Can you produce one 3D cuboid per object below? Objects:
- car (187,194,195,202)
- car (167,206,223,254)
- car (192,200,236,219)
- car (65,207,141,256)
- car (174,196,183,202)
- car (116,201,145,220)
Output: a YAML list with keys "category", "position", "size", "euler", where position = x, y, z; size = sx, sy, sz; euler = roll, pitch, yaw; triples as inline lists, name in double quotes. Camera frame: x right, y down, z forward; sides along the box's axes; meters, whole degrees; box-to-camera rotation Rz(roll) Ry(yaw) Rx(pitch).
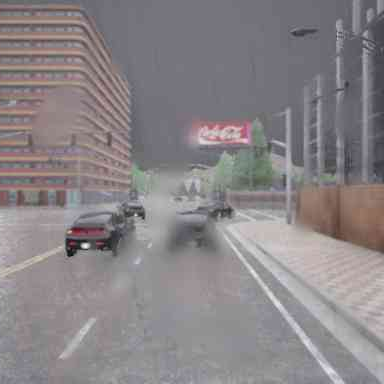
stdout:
- category: "car"
  position: [-0.216, 1.846, 87.317]
  size: [1.895, 1.301, 4.718]
  euler: [0, 0, 0]
- category: "car"
  position: [0.034, 1.544, 13.609]
  size: [1.837, 1.490, 4.892]
  euler: [0, 0, 0]
- category: "car"
  position: [2.050, 1.589, 28.034]
  size: [1.837, 1.490, 4.892]
  euler: [-2, -1, 29]
- category: "car"
  position: [-3.465, 1.541, 13.266]
  size: [1.837, 1.490, 4.892]
  euler: [0, -1, 0]
- category: "car"
  position: [-3.717, 1.752, 87.864]
  size: [1.837, 1.490, 4.892]
  euler: [0, 0, 0]
- category: "car"
  position: [-5.400, 1.591, 29.128]
  size: [1.837, 1.490, 4.892]
  euler: [1, 0, -21]
